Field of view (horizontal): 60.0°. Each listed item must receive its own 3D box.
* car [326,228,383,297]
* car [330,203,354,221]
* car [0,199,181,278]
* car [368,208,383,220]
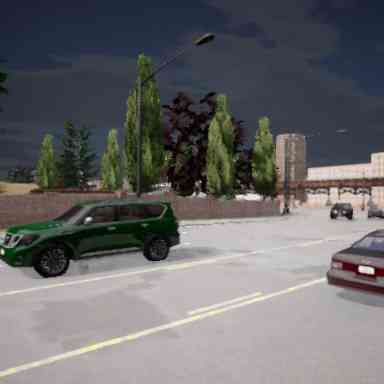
[{"bbox_3d":[5.327,1.609,8.186,5.357,1.411,2.033,1,-1,-41],"label":"car"},{"bbox_3d":[17.882,2.279,39.484,2.150,2.045,5.566,0,-2,31],"label":"car"},{"bbox_3d":[-2.941,1.277,10.720,5.566,2.045,2.150,0,0,-38],"label":"car"},{"bbox_3d":[24.598,2.903,44.399,2.033,1.411,5.357,0,-2,27],"label":"car"}]
